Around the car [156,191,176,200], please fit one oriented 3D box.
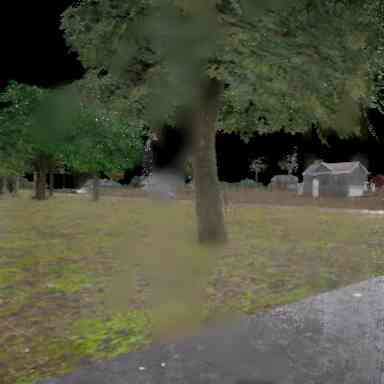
[{"bbox_3d":[-4.824,0.602,61.045,2.097,1.767,4.553,2,0,-36],"label":"car"}]
